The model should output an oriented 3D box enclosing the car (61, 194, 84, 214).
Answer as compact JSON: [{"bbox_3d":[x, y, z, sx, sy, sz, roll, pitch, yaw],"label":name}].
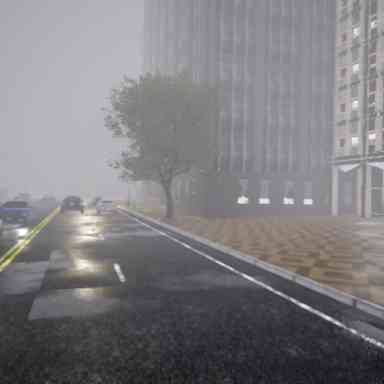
[{"bbox_3d":[-11.938,1.172,33.319,2.097,1.767,4.553,1,0,-19],"label":"car"}]

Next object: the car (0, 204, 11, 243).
[{"bbox_3d":[-8.301,1.376,12.286,1.812,1.442,4.674,1,0,-19],"label":"car"}]

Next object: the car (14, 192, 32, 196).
[{"bbox_3d":[-22.933,0.701,45.310,1.882,1.535,5.008,1,0,-19],"label":"car"}]

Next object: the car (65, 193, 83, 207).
[{"bbox_3d":[-16.060,1.108,45.402,2.097,1.767,4.553,1,0,-18],"label":"car"}]

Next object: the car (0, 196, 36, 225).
[{"bbox_3d":[-11.654,1.278,22.122,1.882,1.535,5.008,1,0,-19],"label":"car"}]

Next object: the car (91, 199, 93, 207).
[{"bbox_3d":[-12.936,1.352,46.290,1.812,1.442,4.674,1,0,-18],"label":"car"}]

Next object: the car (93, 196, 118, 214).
[{"bbox_3d":[-8.673,1.416,33.742,1.812,1.442,4.674,1,0,-19],"label":"car"}]

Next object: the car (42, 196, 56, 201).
[{"bbox_3d":[-19.861,0.844,46.363,1.994,1.385,4.181,1,0,-19],"label":"car"}]
